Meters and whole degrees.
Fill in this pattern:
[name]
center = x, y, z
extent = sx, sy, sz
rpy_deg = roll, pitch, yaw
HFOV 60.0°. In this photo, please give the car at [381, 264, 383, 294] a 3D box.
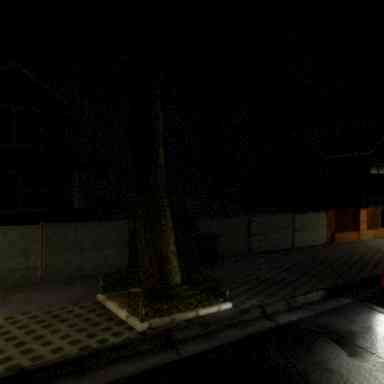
[car]
center = 6.177, 1.419, 7.297
extent = 4.553, 1.767, 2.097
rpy_deg = 1, 0, -34
